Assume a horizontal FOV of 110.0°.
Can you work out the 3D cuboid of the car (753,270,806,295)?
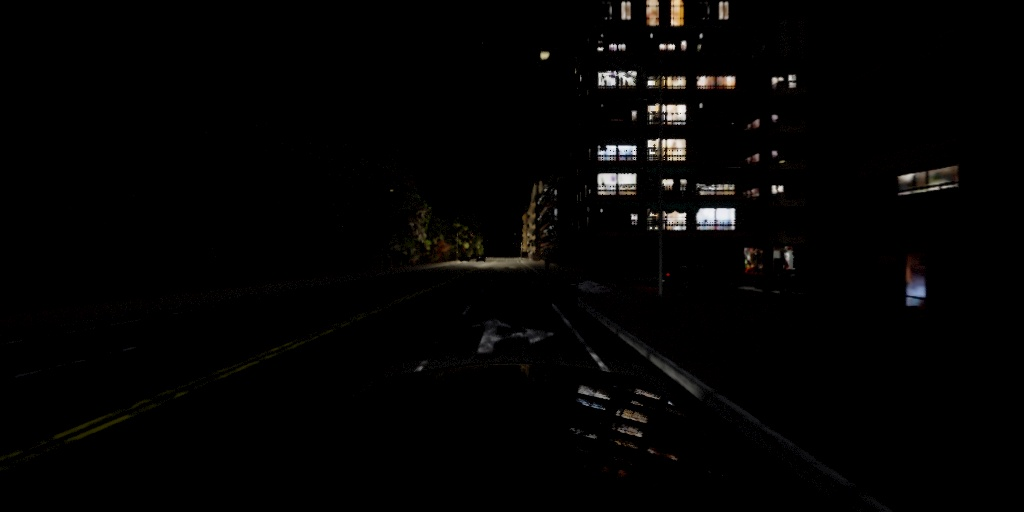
[{"bbox_3d":[16.343,1.483,20.490,4.507,1.381,1.888,0,0,0],"label":"car"}]

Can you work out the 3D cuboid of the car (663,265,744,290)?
[{"bbox_3d":[12.215,1.375,23.150,4.892,1.490,1.837,1,0,0],"label":"car"}]
